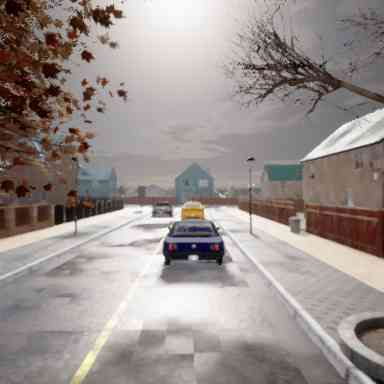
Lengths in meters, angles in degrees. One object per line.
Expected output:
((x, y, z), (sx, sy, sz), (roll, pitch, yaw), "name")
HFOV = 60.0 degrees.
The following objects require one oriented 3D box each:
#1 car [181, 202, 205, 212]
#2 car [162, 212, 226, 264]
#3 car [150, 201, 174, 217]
((0.072, 1.571, 27.845), (1.882, 1.535, 5.008), (0, 0, 0), "car")
((0.065, 1.625, 11.855), (1.895, 1.301, 4.718), (0, 0, 0), "car")
((-2.820, 1.649, 32.710), (1.812, 1.442, 4.674), (0, 0, 0), "car")
